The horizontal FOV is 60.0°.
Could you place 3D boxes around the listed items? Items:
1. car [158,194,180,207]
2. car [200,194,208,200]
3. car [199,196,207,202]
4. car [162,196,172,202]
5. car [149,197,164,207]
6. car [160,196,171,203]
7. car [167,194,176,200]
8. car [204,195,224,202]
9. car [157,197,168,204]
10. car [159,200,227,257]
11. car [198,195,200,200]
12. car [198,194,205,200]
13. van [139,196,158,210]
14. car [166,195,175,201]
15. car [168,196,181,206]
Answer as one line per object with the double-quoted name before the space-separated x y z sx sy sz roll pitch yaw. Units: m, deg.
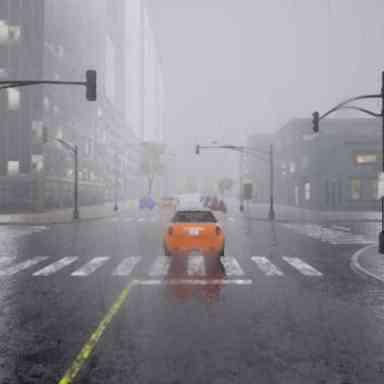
"car" -3.088 1.386 43.444 2.097 1.767 4.553 0 0 0
"car" 2.710 1.352 48.097 2.192 1.841 5.009 1 0 0
"car" 2.708 1.625 82.142 1.947 1.339 4.313 1 0 0
"car" -5.672 1.622 76.429 1.947 1.339 4.313 1 0 0
"car" -5.673 1.566 53.563 1.752 1.417 4.829 1 0 0
"car" -5.673 1.618 70.755 1.947 1.339 4.313 1 0 0
"car" -5.666 1.382 93.451 2.192 1.841 5.009 1 0 0
"car" 2.707 1.469 36.749 1.967 1.590 4.097 1 0 0
"car" -5.673 1.630 65.081 1.802 1.307 4.206 1 0 0
"car" 0.083 1.363 13.096 2.097 1.767 4.553 0 0 0
"car" 2.712 1.367 70.794 2.192 1.841 5.009 1 0 0
"car" 2.711 1.507 93.489 1.967 1.590 4.097 1 0 0
"van" -5.671 1.374 42.385 1.690 1.788 3.998 1 0 0
"car" -5.671 1.614 87.777 2.008 1.369 4.403 1 0 0
"car" -3.052 1.549 58.761 1.837 1.490 4.892 0 0 1
